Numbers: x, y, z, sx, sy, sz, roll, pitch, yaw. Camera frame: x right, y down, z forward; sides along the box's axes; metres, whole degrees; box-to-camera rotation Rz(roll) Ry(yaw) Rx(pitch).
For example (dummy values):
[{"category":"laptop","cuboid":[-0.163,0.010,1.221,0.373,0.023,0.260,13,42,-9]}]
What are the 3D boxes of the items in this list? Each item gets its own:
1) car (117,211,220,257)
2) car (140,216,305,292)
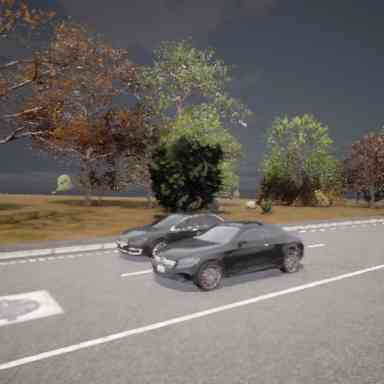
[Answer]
[{"category":"car","cuboid":[-0.316,1.512,12.324,4.892,1.490,1.837,0,0,-35]},{"category":"car","cuboid":[1.179,1.531,9.098,4.674,1.442,1.812,0,0,-35]}]
